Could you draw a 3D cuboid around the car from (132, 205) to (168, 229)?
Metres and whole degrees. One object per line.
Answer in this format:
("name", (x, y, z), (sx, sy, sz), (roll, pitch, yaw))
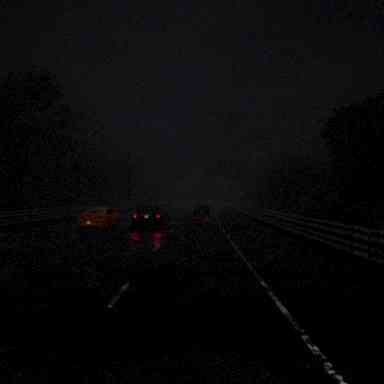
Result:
("car", (-3.030, 1.760, 24.881), (2.097, 1.767, 4.553), (0, -1, 2))

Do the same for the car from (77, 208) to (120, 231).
("car", (-6.561, 1.869, 23.892), (1.882, 1.535, 5.008), (0, -1, 2))

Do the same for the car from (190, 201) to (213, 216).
("car", (1.316, 2.222, 42.951), (2.128, 1.511, 4.902), (0, -1, 3))
